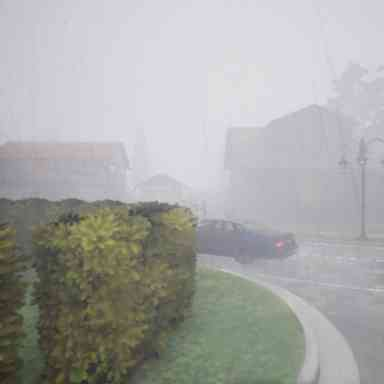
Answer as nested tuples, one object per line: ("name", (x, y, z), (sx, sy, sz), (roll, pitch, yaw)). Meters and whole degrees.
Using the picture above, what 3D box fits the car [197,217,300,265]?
("car", (1.027, 1.626, 12.005), (5.357, 1.411, 2.033), (0, 0, 35))
